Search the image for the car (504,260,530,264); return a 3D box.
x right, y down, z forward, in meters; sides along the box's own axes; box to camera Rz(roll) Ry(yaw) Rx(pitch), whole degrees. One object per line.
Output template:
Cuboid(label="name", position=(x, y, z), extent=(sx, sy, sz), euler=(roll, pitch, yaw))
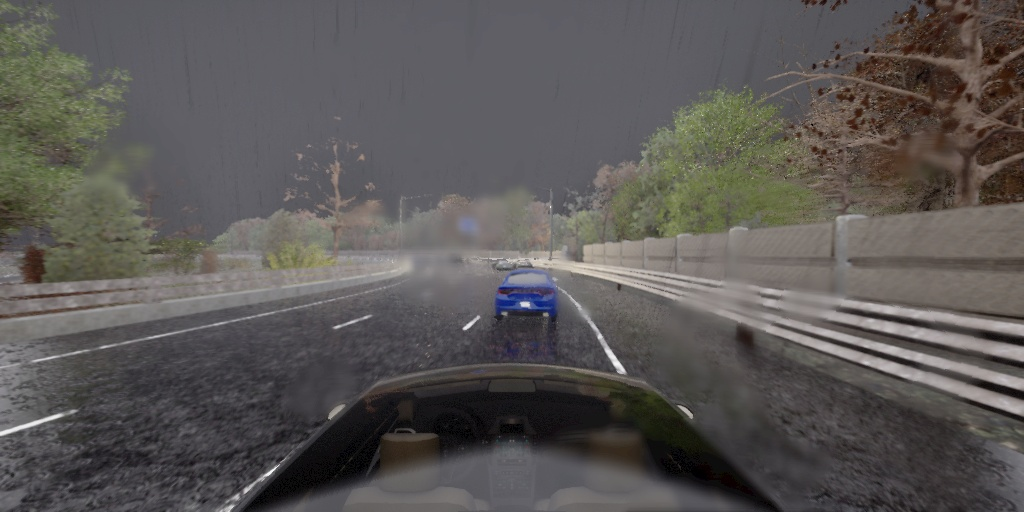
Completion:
Cuboid(label="car", position=(0.763, 1.172, 29.995), extent=(2.128, 1.511, 4.902), euler=(1, 0, -4))

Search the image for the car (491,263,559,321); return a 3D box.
Cuboid(label="car", position=(0.610, 1.203, 12.528), extent=(1.882, 1.535, 5.008), euler=(1, 0, 5))

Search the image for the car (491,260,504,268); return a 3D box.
Cuboid(label="car", position=(-1.362, 1.198, 45.208), extent=(1.994, 1.385, 4.181), euler=(0, 0, -13))
